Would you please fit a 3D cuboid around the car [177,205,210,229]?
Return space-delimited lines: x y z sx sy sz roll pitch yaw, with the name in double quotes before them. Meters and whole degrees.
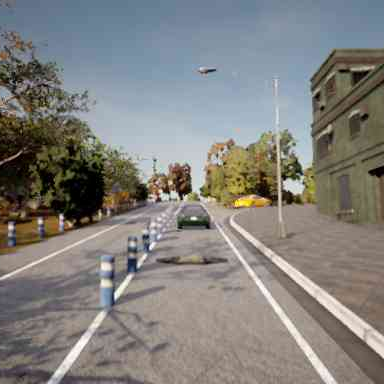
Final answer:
"car" 0.112 1.483 21.131 1.994 1.385 4.181 0 0 0

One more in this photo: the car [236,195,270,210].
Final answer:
"car" 6.872 1.125 37.173 1.882 1.535 5.008 -7 -5 43
